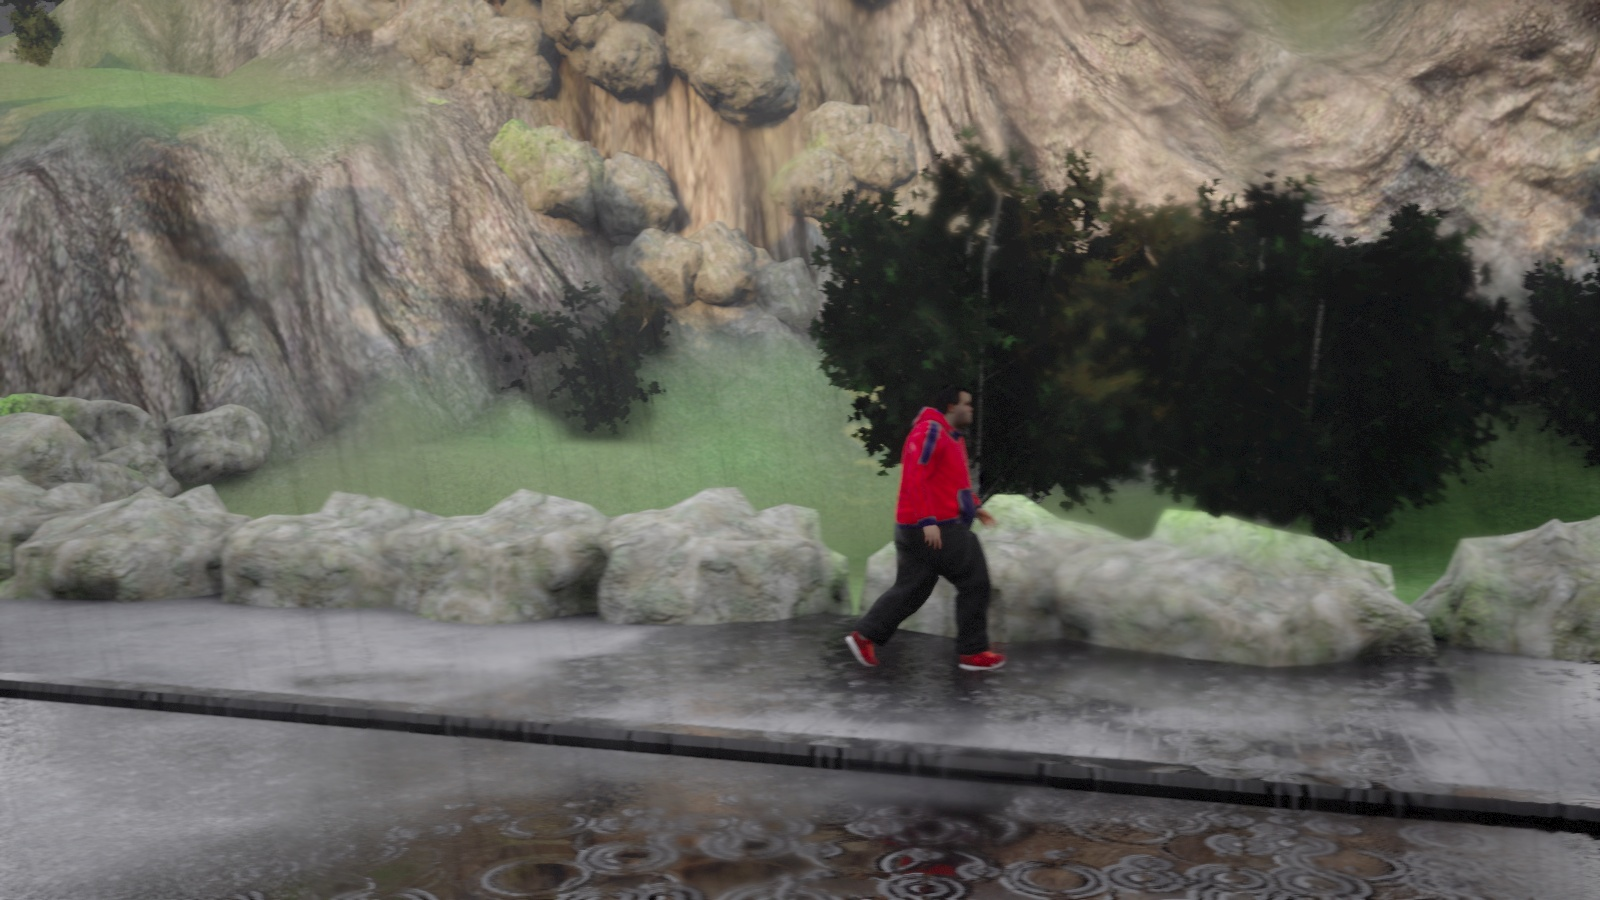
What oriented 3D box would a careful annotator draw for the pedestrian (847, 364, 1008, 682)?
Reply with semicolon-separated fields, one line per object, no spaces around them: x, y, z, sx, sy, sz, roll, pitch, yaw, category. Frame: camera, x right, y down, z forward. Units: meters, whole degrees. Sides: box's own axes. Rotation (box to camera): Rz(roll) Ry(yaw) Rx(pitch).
0.792;0.417;7.663;0.899;1.844;0.634;0;1;12;pedestrian
